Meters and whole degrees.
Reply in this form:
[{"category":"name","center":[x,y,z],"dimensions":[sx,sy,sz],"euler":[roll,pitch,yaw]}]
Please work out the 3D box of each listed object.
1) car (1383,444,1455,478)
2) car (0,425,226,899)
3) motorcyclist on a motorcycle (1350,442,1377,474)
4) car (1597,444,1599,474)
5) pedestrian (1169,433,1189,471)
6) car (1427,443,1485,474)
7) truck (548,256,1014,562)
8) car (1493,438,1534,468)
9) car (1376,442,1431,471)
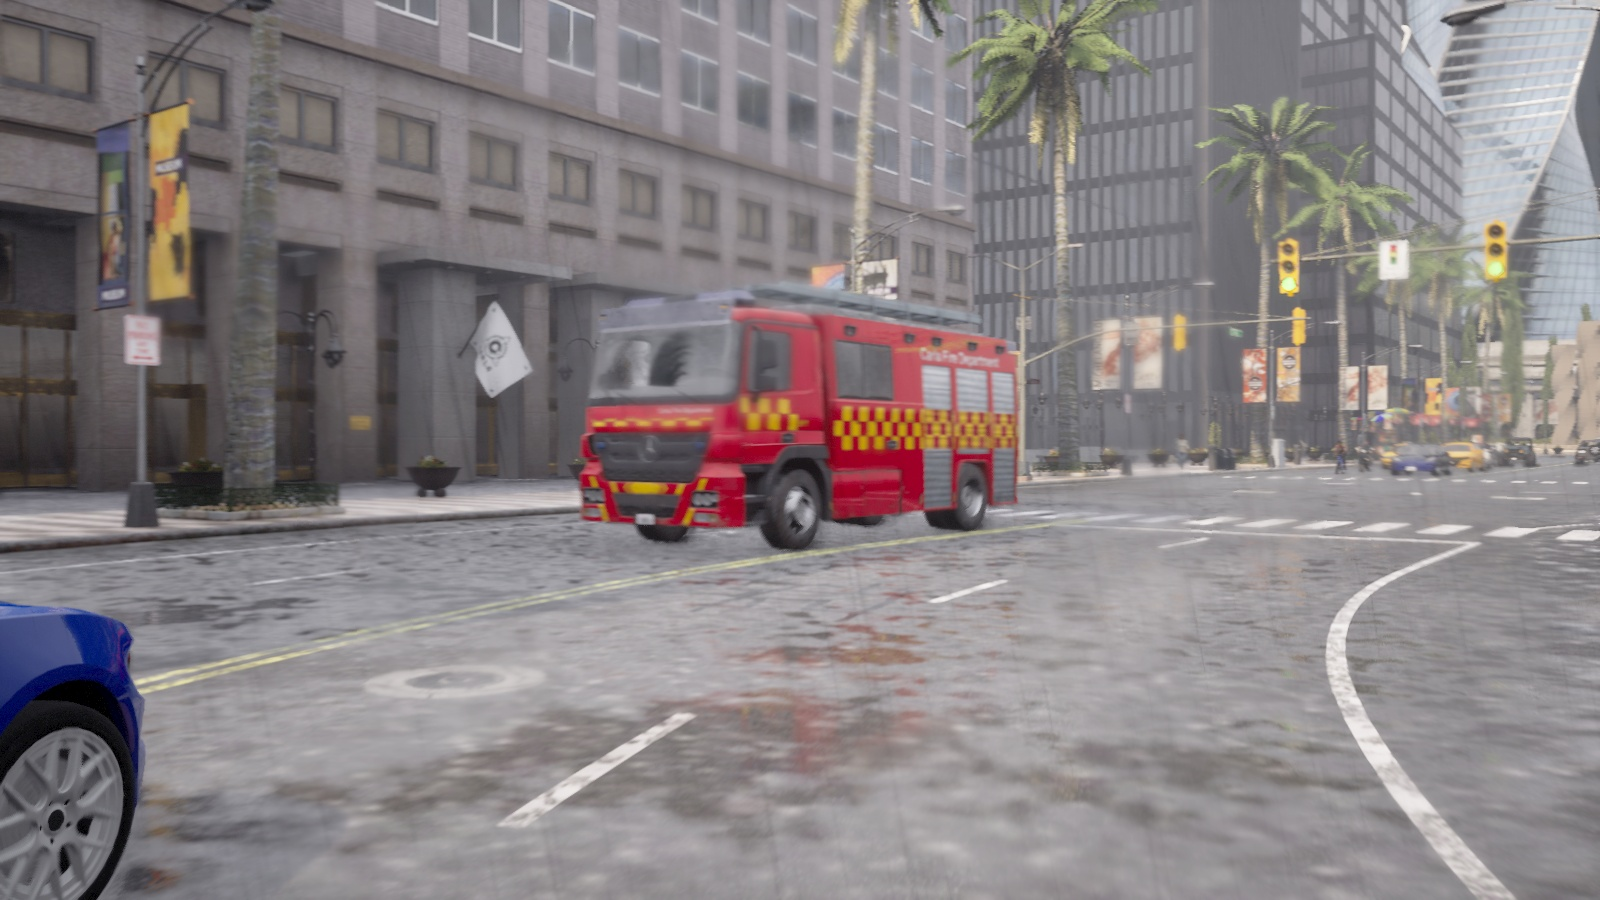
[{"category":"car","center":[28.766,0.480,58.284],"dimensions":[2.163,1.488,4.792],"euler":[0,0,37]},{"category":"car","center":[-3.284,0.704,2.253],"dimensions":[1.882,1.535,5.008],"euler":[0,0,5]},{"category":"motorcyclist on a motorcycle","center":[28.765,0.401,64.126],"dimensions":[0.866,1.590,1.817],"euler":[0,0,37]},{"category":"car","center":[43.009,0.448,65.639],"dimensions":[1.882,1.535,5.008],"euler":[0,0,37]},{"category":"pedestrian","center":[18.581,0.095,61.616],"dimensions":[0.874,1.855,0.900],"euler":[0,0,14]},{"category":"car","center":[34.412,0.428,65.832],"dimensions":[1.882,1.535,5.008],"euler":[0,0,37]},{"category":"truck","center":[0.167,-0.531,20.006],"dimensions":[2.891,3.827,8.468],"euler":[0,0,36]},{"category":"car","center":[46.817,0.180,82.400],"dimensions":[1.905,1.878,3.866],"euler":[0,0,36]},{"category":"car","center":[34.625,0.355,71.959],"dimensions":[1.801,1.575,5.366],"euler":[0,0,37]}]
